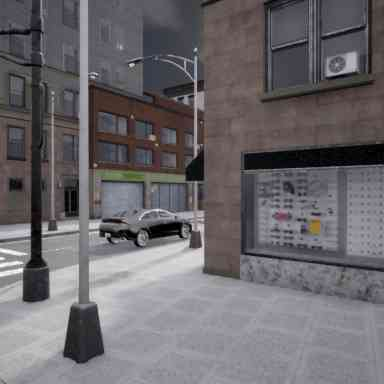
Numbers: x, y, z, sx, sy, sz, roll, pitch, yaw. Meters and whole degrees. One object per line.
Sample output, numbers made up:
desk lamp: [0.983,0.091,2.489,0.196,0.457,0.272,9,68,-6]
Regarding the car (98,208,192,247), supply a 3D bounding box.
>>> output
car: [-1.886,1.459,14.956,2.128,1.511,4.902,0,0,35]
